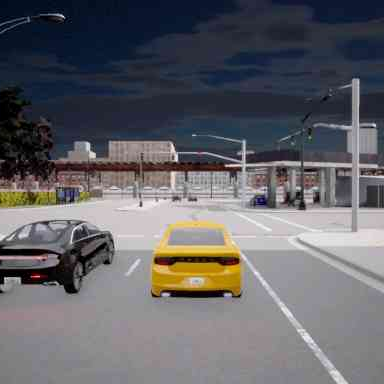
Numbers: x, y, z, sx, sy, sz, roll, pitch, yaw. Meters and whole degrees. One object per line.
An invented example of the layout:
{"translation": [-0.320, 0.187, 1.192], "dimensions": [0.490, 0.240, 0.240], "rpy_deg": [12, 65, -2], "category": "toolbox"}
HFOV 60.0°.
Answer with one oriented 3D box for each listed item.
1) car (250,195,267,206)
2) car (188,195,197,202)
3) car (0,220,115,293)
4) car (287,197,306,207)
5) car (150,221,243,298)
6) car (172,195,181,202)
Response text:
{"translation": [9.816, 1.253, 48.826], "dimensions": [2.242, 1.667, 4.611], "rpy_deg": [0, 0, 0], "category": "car"}
{"translation": [0.157, 1.446, 73.522], "dimensions": [1.994, 1.385, 4.181], "rpy_deg": [0, 0, 0], "category": "car"}
{"translation": [-3.399, 1.474, 8.770], "dimensions": [2.128, 1.511, 4.902], "rpy_deg": [0, 0, 0], "category": "car"}
{"translation": [15.562, 1.425, 49.576], "dimensions": [1.970, 1.475, 3.806], "rpy_deg": [0, 0, 0], "category": "car"}
{"translation": [0.100, 1.468, 8.553], "dimensions": [1.882, 1.535, 5.008], "rpy_deg": [0, 0, 0], "category": "car"}
{"translation": [-3.342, 1.386, 73.529], "dimensions": [1.837, 1.490, 4.892], "rpy_deg": [0, 0, 0], "category": "car"}
